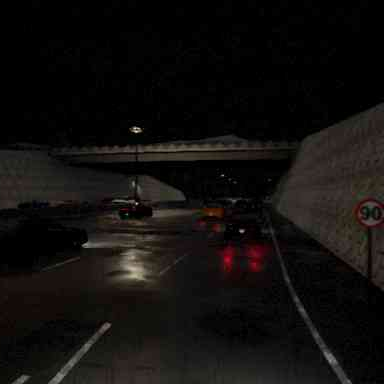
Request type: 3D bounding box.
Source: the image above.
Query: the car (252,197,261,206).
[{"bbox_3d":[15.287,2.305,78.685,2.150,2.045,5.566,1,-1,12],"label":"car"}]

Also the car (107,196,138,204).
[{"bbox_3d":[-11.238,1.698,54.386,2.150,2.045,5.566,1,-1,12],"label":"car"}]

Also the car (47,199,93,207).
[{"bbox_3d":[-14.369,1.815,39.584,2.033,1.411,5.357,1,-1,12],"label":"car"}]

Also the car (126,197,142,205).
[{"bbox_3d":[-13.514,2.057,77.716,2.097,1.767,4.553,1,-1,12],"label":"car"}]

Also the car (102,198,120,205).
[{"bbox_3d":[-17.933,2.099,73.671,1.837,1.490,4.892,1,-1,12],"label":"car"}]

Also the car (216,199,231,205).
[{"bbox_3d":[6.982,2.430,73.145,1.812,1.442,4.674,1,-1,12],"label":"car"}]

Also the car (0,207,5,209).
[{"bbox_3d":[-19.814,1.700,30.752,1.895,1.301,4.718,1,-1,12],"label":"car"}]

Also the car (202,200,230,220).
[{"bbox_3d":[2.243,1.876,32.715,1.882,1.535,5.008,1,-1,12],"label":"car"}]

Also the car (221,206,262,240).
[{"bbox_3d":[2.935,1.775,18.784,1.812,1.442,4.674,1,0,11],"label":"car"}]

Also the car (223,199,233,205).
[{"bbox_3d":[9.028,2.494,82.965,1.895,1.301,4.718,1,-1,12],"label":"car"}]

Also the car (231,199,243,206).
[{"bbox_3d":[10.323,2.474,72.024,2.033,1.411,5.357,1,-1,12],"label":"car"}]

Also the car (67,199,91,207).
[{"bbox_3d":[-20.596,2.029,60.879,1.895,1.301,4.718,1,-1,12],"label":"car"}]

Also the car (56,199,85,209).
[{"bbox_3d":[-18.910,1.827,51.950,1.882,1.535,5.008,1,-1,12],"label":"car"}]

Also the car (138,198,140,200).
[{"bbox_3d":[-8.976,2.185,65.180,1.994,1.385,4.181,1,-1,12],"label":"car"}]

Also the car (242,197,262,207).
[{"bbox_3d":[8.220,1.954,44.247,2.097,1.767,4.553,1,-1,12],"label":"car"}]

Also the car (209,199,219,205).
[{"bbox_3d":[5.596,2.388,83.652,1.812,1.442,4.674,1,-1,12],"label":"car"}]

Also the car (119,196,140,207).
[{"bbox_3d":[-12.352,1.814,66.117,2.150,2.045,5.566,1,-1,12],"label":"car"}]

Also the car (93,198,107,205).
[{"bbox_3d":[-14.972,1.895,53.653,1.882,1.535,5.008,1,-1,12],"label":"car"}]

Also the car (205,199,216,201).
[{"bbox_3d":[3.555,2.395,73.859,1.812,1.442,4.674,1,-1,12],"label":"car"}]

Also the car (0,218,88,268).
[{"bbox_3d":[-5.724,1.608,11.620,2.033,1.411,5.357,1,-1,12],"label":"car"}]

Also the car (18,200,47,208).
[{"bbox_3d":[-23.148,1.861,48.745,1.895,1.301,4.718,1,-1,12],"label":"car"}]

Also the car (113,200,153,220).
[{"bbox_3d":[-5.167,1.783,31.466,2.128,1.511,4.902,1,-1,12],"label":"car"}]

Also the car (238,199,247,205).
[{"bbox_3d":[12.448,2.486,82.222,1.994,1.385,4.181,1,-1,12],"label":"car"}]

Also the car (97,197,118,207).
[{"bbox_3d":[-16.289,1.875,64.384,2.097,1.767,4.553,1,-1,12],"label":"car"}]
